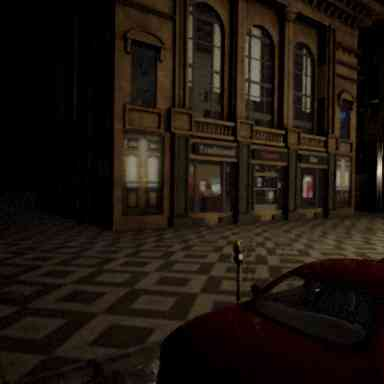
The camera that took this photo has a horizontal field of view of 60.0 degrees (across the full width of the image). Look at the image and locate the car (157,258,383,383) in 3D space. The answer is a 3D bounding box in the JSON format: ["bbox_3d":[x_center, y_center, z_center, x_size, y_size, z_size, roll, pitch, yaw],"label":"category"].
[{"bbox_3d":[1.761,1.514,3.755,4.507,1.381,1.887,0,1,-34],"label":"car"}]
